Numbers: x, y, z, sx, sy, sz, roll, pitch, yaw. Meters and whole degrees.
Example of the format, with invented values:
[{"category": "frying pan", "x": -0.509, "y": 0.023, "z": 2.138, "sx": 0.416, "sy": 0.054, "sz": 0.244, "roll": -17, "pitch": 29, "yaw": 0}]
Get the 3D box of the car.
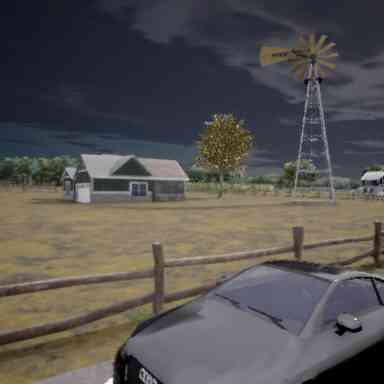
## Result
[{"category": "car", "x": 1.237, "y": 1.571, "z": 3.939, "sx": 4.181, "sy": 1.385, "sz": 1.994, "roll": 0, "pitch": 0, "yaw": -35}]
